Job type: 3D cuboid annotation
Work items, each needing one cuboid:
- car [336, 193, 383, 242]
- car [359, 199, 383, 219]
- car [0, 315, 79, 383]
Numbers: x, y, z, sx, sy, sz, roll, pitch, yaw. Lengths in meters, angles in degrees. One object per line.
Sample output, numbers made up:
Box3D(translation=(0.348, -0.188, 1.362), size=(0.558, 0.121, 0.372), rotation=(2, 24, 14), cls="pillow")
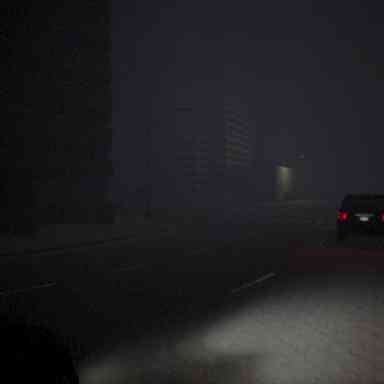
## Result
Box3D(translation=(7.850, 1.066, 14.803), size=(2.150, 2.045, 5.566), rotation=(0, 1, 31), cls="car")
Box3D(translation=(14.872, 1.289, 27.187), size=(1.994, 1.385, 4.181), rotation=(0, 0, 29), cls="car")
Box3D(translation=(-3.190, 1.507, 1.850), size=(4.902, 1.511, 2.128), rotation=(-1, 1, -33), cls="car")
